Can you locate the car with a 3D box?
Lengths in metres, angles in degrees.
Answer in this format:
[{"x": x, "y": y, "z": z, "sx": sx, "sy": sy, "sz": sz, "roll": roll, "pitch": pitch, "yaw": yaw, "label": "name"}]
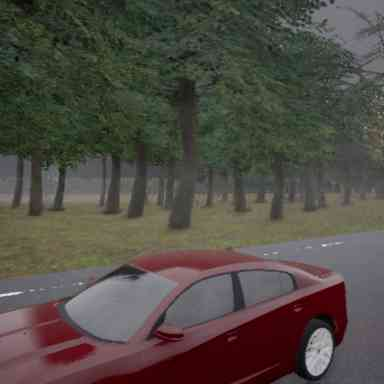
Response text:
[{"x": -0.179, "y": 1.488, "z": 3.898, "sx": 5.008, "sy": 1.535, "sz": 1.882, "roll": 0, "pitch": 0, "yaw": -36, "label": "car"}]
